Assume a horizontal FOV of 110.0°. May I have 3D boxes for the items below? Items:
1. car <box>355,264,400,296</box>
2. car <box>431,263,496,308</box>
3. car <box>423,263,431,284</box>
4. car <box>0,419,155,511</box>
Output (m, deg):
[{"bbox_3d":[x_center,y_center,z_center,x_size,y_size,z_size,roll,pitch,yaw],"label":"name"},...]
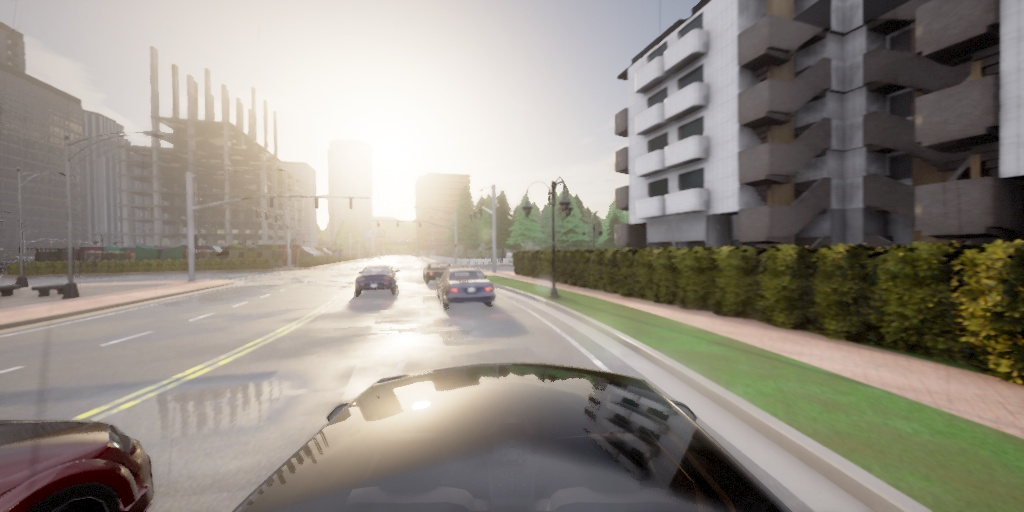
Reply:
[{"bbox_3d":[-6.818,1.145,18.366,1.812,1.442,4.674,-1,1,-15],"label":"car"},{"bbox_3d":[-1.985,1.155,14.419,2.033,1.411,5.357,-1,1,-15],"label":"car"},{"bbox_3d":[-5.068,1.114,24.652,1.895,1.301,4.718,-1,1,-16],"label":"car"},{"bbox_3d":[-3.583,1.373,0.796,1.994,1.385,4.181,-1,1,1],"label":"car"}]
